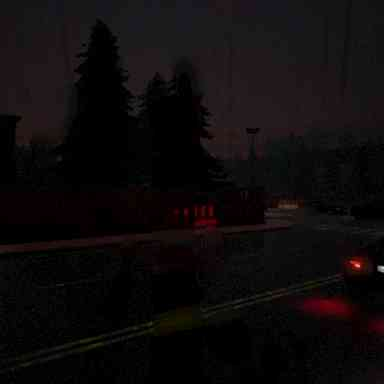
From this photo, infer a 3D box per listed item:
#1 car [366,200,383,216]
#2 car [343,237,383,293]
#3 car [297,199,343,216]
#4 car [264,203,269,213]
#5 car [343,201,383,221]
[{"bbox_3d":[18.815,1.525,30.525,1.812,1.442,4.674,0,0,-35],"label":"car"},{"bbox_3d":[5.770,1.547,7.888,5.357,1.411,2.033,0,0,-35],"label":"car"},{"bbox_3d":[12.817,1.505,32.957,1.837,1.490,4.892,0,0,-35],"label":"car"},{"bbox_3d":[6.191,1.352,36.284,2.097,1.767,4.553,0,0,-35],"label":"car"},{"bbox_3d":[14.344,1.492,24.718,2.128,1.511,4.902,0,0,-35],"label":"car"}]
